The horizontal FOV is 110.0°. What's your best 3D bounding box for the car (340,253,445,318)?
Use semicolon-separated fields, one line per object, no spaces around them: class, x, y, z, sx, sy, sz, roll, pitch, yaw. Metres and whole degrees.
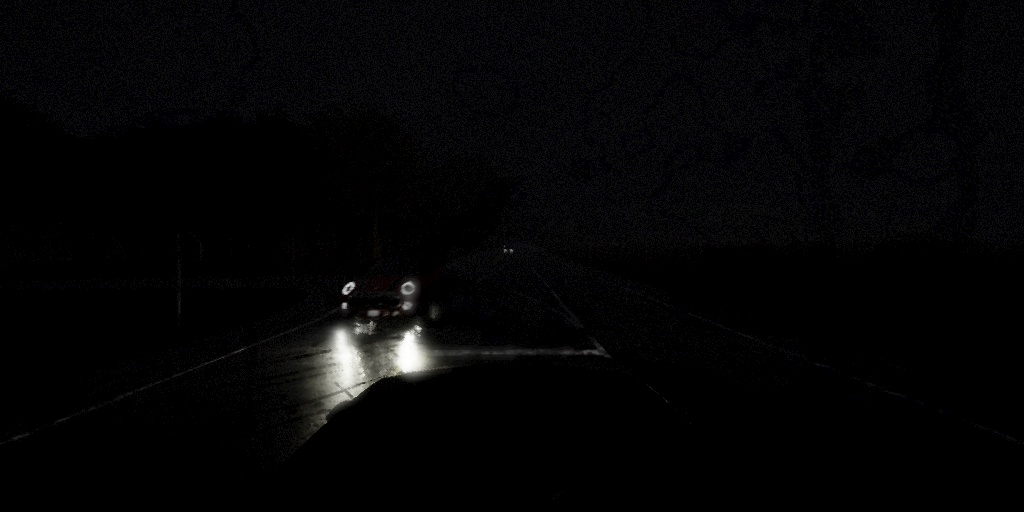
car;-3.512;0.760;11.304;2.097;1.767;4.553;0;3;0
